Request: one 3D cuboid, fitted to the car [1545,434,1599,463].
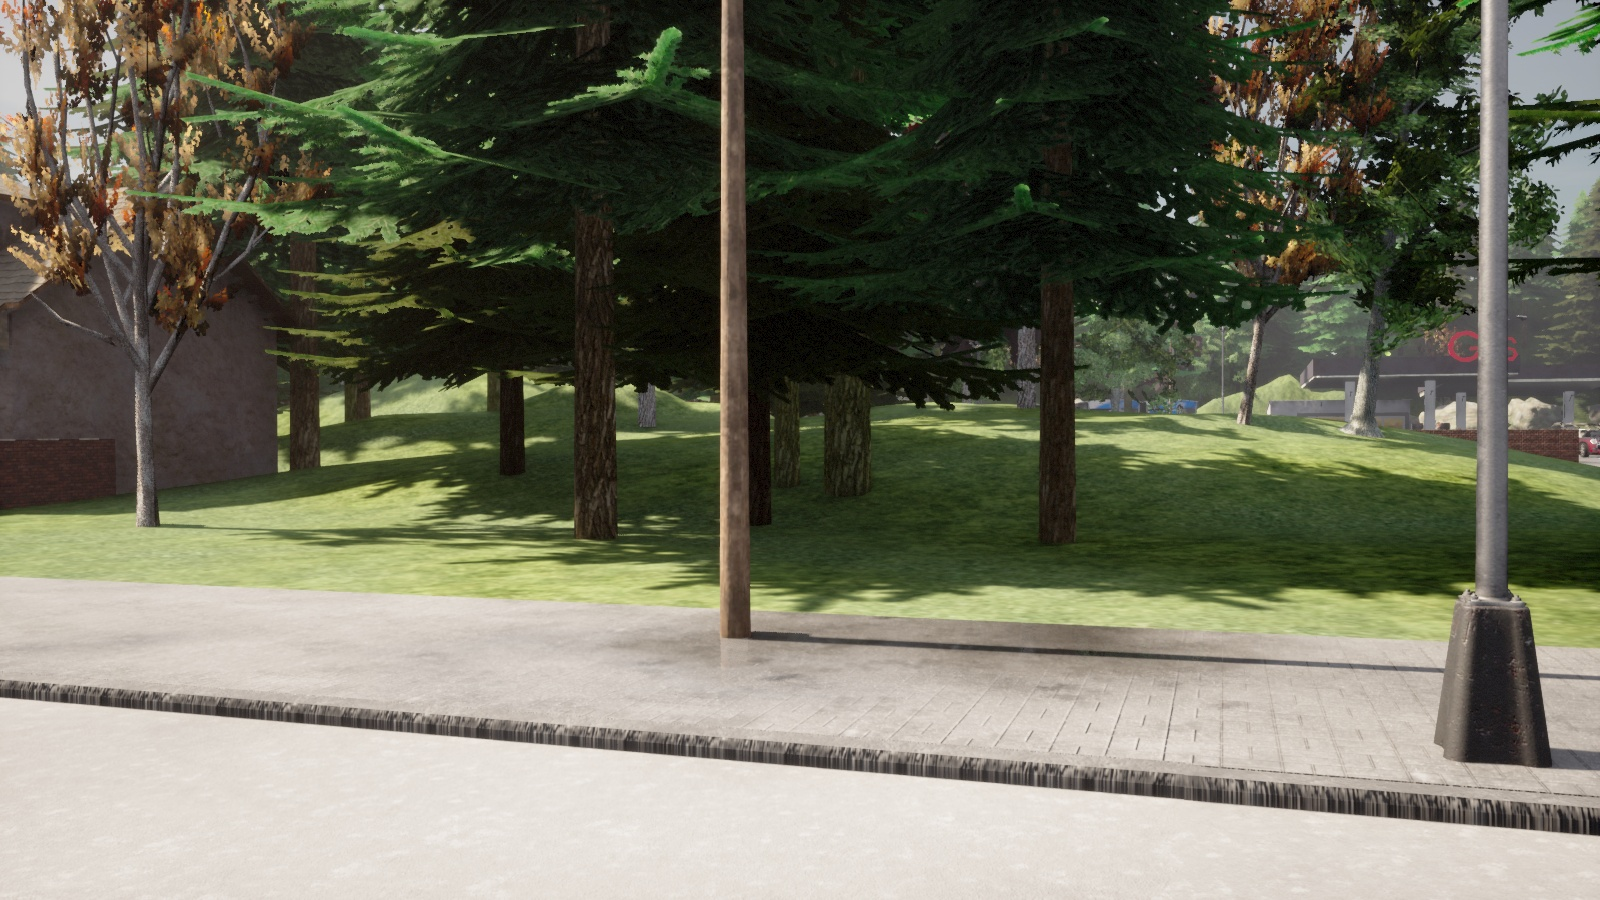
[{"bbox_3d":[40.964,-0.101,65.411,1.970,1.475,3.806,0,1,-1],"label":"car"}]

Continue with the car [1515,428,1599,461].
[{"bbox_3d":[43.841,-0.345,72.099,1.932,1.855,4.605,0,1,-23],"label":"car"}]
